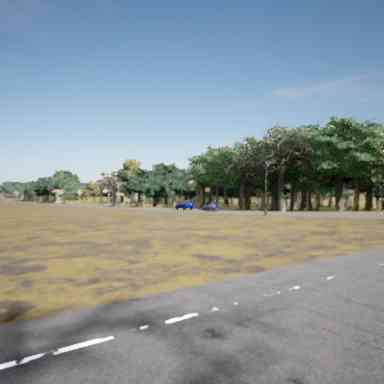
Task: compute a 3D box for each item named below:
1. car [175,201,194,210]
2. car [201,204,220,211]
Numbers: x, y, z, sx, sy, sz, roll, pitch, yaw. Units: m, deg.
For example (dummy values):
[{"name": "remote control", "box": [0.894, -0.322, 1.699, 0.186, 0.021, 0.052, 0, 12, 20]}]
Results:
[{"name": "car", "box": [-1.692, 3.026, 76.710, 2.150, 2.045, 5.566, 1, -2, -33]}, {"name": "car", "box": [3.803, 3.201, 68.298, 1.812, 1.442, 4.674, 1, -2, -33]}]
